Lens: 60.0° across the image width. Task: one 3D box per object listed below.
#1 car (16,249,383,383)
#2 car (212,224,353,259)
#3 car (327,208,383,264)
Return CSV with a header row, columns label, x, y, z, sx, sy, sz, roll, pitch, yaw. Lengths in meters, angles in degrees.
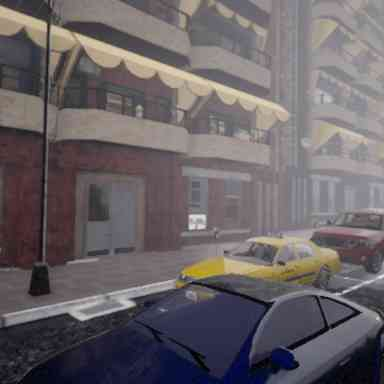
label,x,y,z,sx,sy,sz,roll,pitch,yaw
car,0.413,1.632,3.355,4.181,1.385,1.994,1,-1,-41
car,1.817,1.677,7.945,4.829,1.417,1.752,1,0,-41
car,6.128,1.529,11.679,5.009,1.841,2.192,1,0,-41
